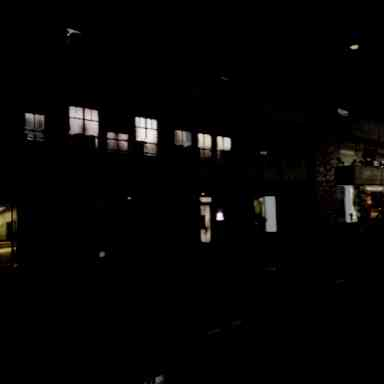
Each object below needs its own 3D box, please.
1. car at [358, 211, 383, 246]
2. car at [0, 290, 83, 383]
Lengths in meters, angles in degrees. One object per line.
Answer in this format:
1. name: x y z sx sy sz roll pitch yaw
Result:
1. car: 9.098 1.553 14.958 4.097 1.590 1.967 -1 -2 -41
2. car: -3.784 1.800 3.745 4.829 1.417 1.752 -1 -2 -41
